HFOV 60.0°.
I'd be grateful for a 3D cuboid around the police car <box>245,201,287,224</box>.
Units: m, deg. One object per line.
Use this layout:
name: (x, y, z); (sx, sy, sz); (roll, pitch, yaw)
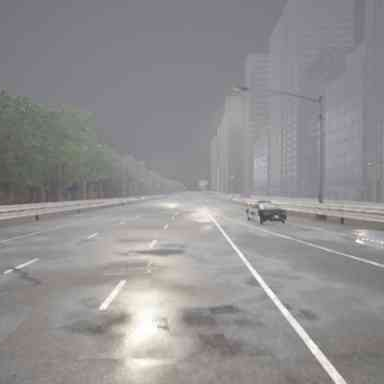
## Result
police car: (5.458, 1.488, 25.264); (1.930, 1.638, 5.238); (0, 0, -7)
